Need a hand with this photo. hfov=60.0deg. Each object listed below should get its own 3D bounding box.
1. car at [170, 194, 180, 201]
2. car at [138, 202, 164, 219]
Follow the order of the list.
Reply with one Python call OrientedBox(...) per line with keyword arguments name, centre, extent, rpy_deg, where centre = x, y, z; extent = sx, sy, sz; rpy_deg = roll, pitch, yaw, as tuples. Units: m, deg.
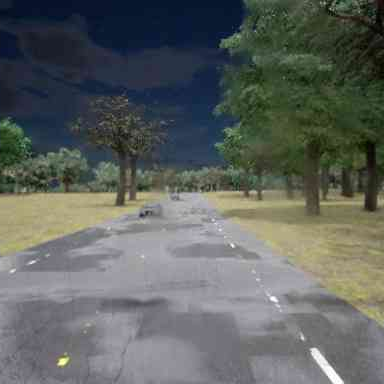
OrientedBox(name="car", centre=(-3.501, 1.122, 70.653), extent=(2.033, 1.411, 5.357), rpy_deg=(0, 1, 0))
OrientedBox(name="car", centre=(-3.597, 1.619, 30.039), extent=(1.994, 1.385, 4.181), rpy_deg=(0, 0, 0))
